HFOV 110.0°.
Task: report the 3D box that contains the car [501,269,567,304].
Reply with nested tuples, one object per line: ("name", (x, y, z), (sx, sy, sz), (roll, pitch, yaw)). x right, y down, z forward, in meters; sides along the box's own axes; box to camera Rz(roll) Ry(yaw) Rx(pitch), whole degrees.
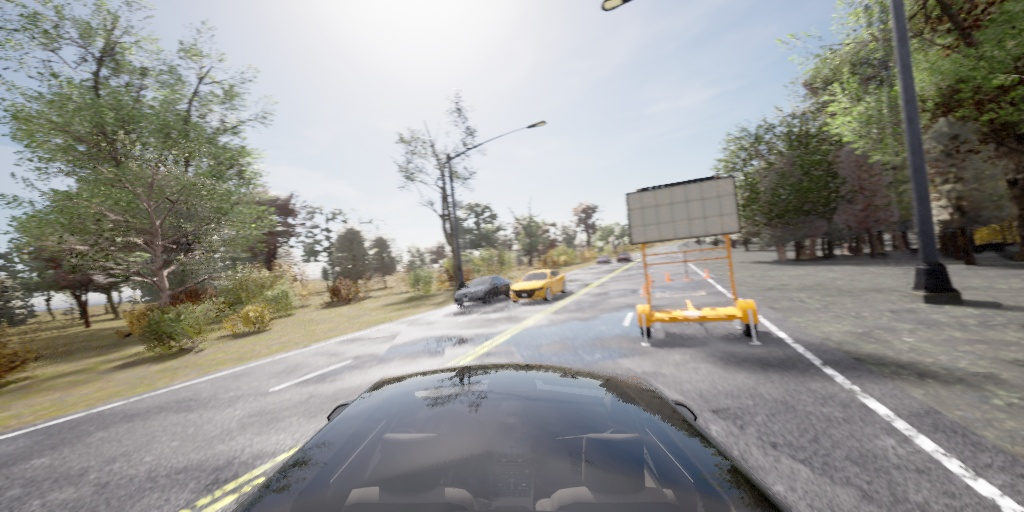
("car", (1.517, 1.477, 18.999), (1.882, 1.535, 5.008), (-7, -1, 23))

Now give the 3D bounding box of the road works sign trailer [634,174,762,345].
("road works sign trailer", (4.360, -0.004, 8.633), (2.380, 3.560, 2.880), (0, 0, 23))

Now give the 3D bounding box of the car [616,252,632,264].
("car", (17.613, 0.153, 56.431), (2.097, 1.767, 4.553), (-7, -1, 24))

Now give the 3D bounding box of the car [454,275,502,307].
("car", (-1.456, 1.868, 20.257), (1.812, 1.442, 4.674), (-7, -1, 23))

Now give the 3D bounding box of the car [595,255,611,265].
("car", (14.856, 0.652, 58.127), (1.812, 1.442, 4.674), (-7, -1, 24))
